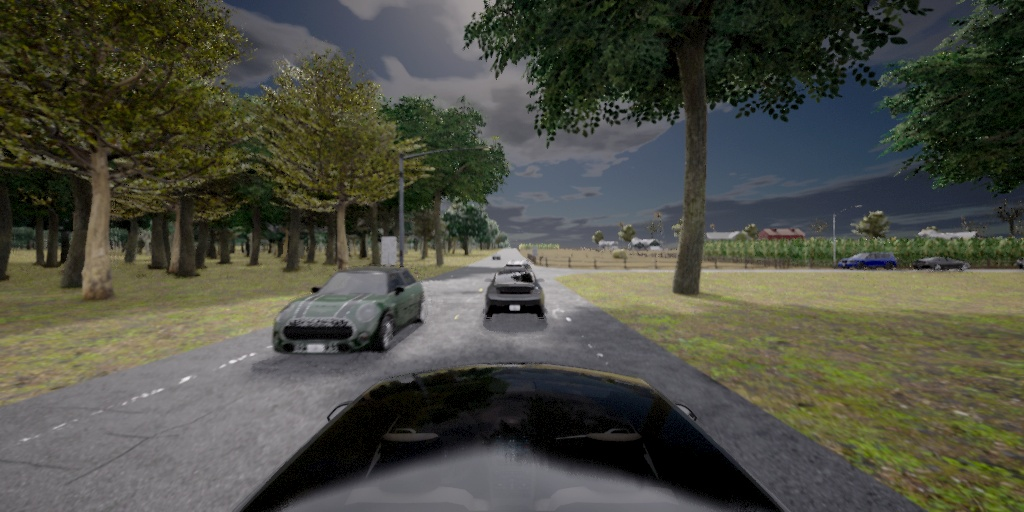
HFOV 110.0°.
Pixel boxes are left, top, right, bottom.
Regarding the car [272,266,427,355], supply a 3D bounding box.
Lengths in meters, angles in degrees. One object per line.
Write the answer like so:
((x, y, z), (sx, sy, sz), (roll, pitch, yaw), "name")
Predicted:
((-3.593, 1.081, 8.809), (2.097, 1.767, 4.553), (0, 0, 0), "car")

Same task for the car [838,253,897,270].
((41.894, 0.651, 42.282), (5.566, 2.045, 2.150), (0, -1, 0), "car")

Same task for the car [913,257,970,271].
((47.233, 0.901, 39.476), (4.892, 1.490, 1.837), (0, -1, 0), "car")

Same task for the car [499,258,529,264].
((0.610, 1.035, 30.149), (2.128, 1.511, 4.902), (0, 1, 11), "car")

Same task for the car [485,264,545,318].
((0.091, 1.213, 12.725), (1.837, 1.490, 4.892), (0, 1, 0), "car")
